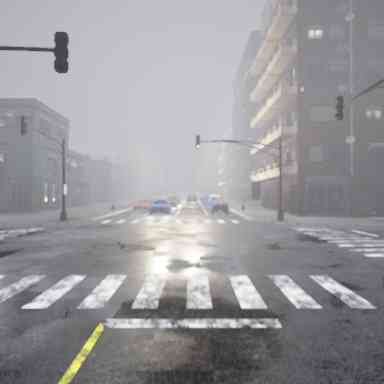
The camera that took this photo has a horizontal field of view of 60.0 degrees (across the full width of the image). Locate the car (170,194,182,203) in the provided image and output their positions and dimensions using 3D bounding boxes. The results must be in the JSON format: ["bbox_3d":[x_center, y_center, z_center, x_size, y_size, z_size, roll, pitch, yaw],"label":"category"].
[{"bbox_3d":[-3.029,1.330,62.523,1.837,1.490,4.892,0,0,1],"label":"car"}]

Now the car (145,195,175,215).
[{"bbox_3d":[-3.092,1.396,33.090,1.882,1.535,5.008,0,1,0],"label":"car"}]

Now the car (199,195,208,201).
[{"bbox_3d":[2.700,1.338,77.771,1.947,1.339,4.313,1,0,0],"label":"car"}]

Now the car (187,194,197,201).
[{"bbox_3d":[-0.003,1.148,73.034,2.128,1.511,4.902,0,0,0],"label":"car"}]

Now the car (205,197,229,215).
[{"bbox_3d":[2.701,1.469,33.126,2.008,1.369,4.403,1,0,0],"label":"car"}]

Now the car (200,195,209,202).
[{"bbox_3d":[2.700,1.359,72.190,1.947,1.339,4.313,1,0,0],"label":"car"}]

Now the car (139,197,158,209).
[{"bbox_3d":[-5.680,1.430,44.250,1.887,1.381,4.507,1,0,0],"label":"car"}]

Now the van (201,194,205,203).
[{"bbox_3d":[2.704,1.210,49.867,1.690,1.788,3.998,1,0,0],"label":"van"}]

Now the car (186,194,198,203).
[{"bbox_3d":[-0.001,1.178,62.996,2.097,1.767,4.553,0,0,0],"label":"car"}]

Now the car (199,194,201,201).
[{"bbox_3d":[2.701,1.358,61.198,1.752,1.417,4.829,1,0,0],"label":"car"}]

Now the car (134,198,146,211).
[{"bbox_3d":[-5.680,1.484,38.669,1.802,1.307,4.206,1,0,0],"label":"car"}]

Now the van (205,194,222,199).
[{"bbox_3d":[2.704,1.243,38.704,1.690,1.788,3.998,1,0,0],"label":"van"}]

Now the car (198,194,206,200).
[{"bbox_3d":[2.701,1.273,88.933,1.887,1.381,4.507,1,0,0],"label":"car"}]

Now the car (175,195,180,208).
[{"bbox_3d":[-3.081,1.442,46.351,1.994,1.385,4.181,0,0,0],"label":"car"}]

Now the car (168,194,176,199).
[{"bbox_3d":[-5.680,1.272,94.471,1.947,1.339,4.313,1,0,0],"label":"car"}]
